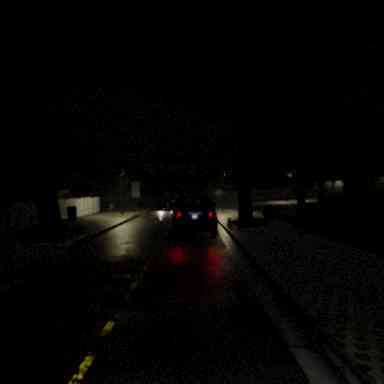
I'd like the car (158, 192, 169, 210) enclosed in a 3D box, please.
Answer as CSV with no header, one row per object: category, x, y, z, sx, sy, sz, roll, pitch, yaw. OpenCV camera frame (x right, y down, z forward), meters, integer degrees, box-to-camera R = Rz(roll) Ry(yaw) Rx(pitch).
car,-2.731,1.034,40.251,2.150,2.045,5.566,0,0,0

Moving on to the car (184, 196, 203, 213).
car,0.116,1.281,35.272,1.882,1.535,5.008,0,0,0

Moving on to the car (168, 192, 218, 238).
car,0.111,1.130,17.213,2.150,2.045,5.566,0,1,0
